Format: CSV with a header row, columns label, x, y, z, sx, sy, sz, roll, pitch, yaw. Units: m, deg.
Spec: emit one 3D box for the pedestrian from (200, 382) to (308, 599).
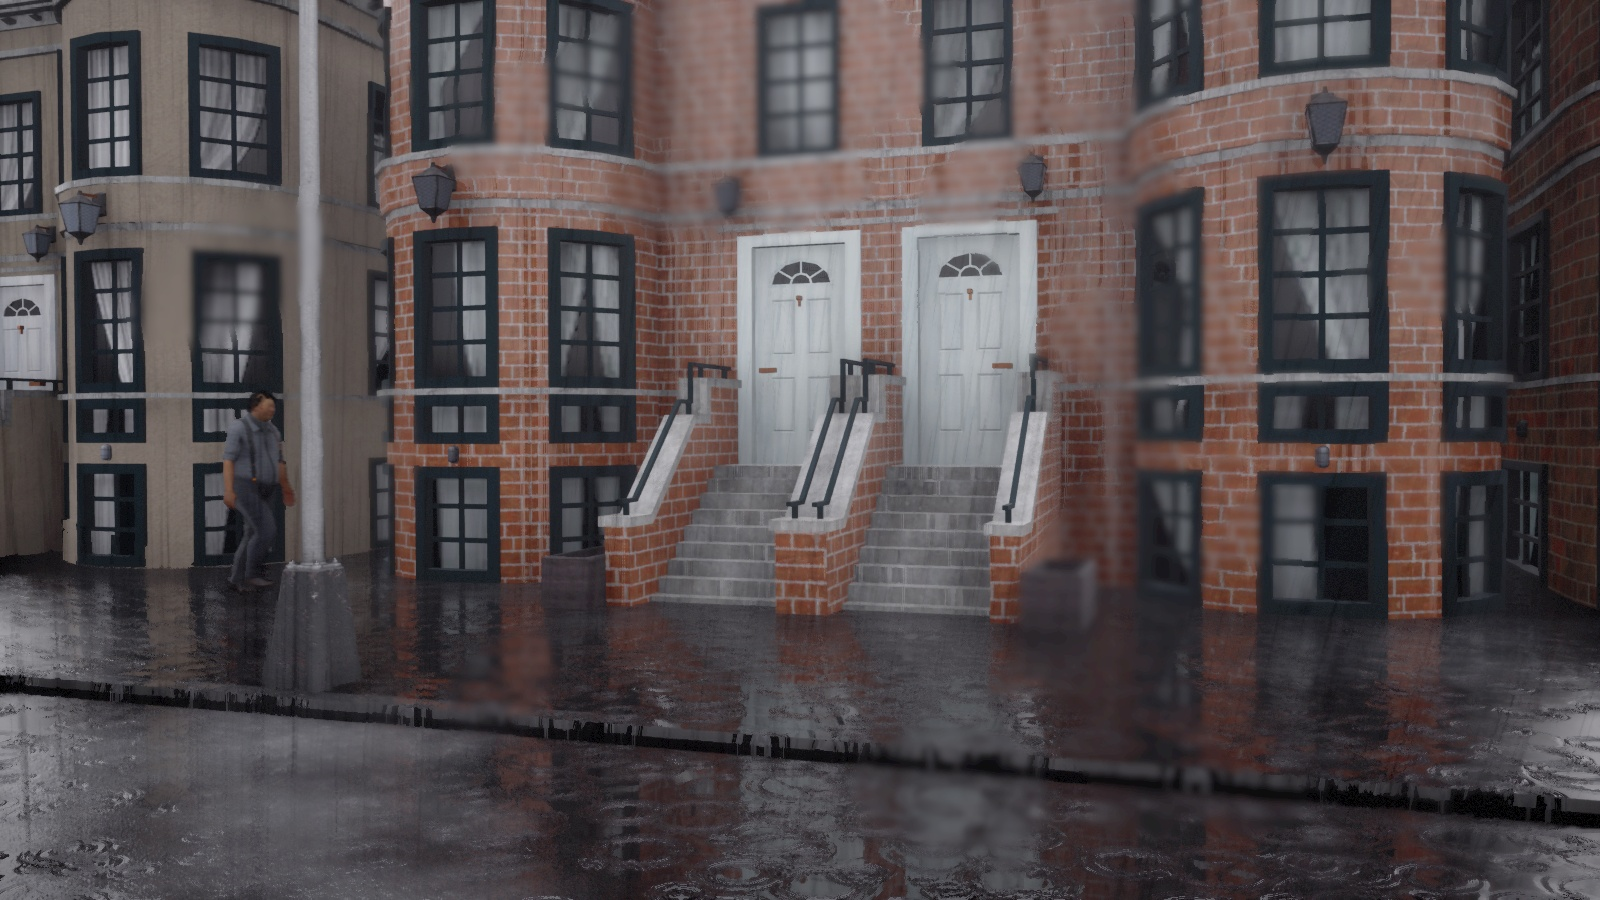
label,x,y,z,sx,sy,sz,roll,pitch,yaw
pedestrian,-4.812,0.341,11.083,0.694,1.848,0.540,1,1,19
